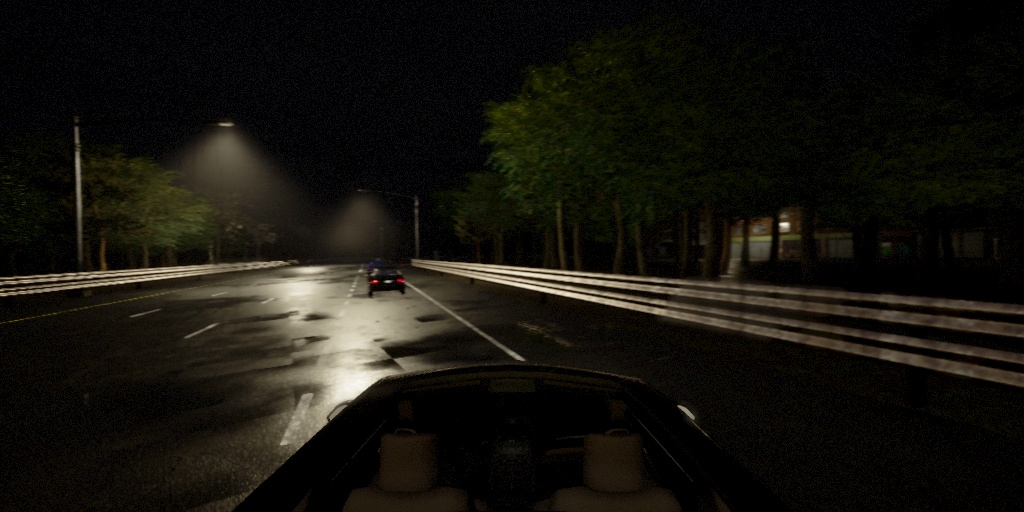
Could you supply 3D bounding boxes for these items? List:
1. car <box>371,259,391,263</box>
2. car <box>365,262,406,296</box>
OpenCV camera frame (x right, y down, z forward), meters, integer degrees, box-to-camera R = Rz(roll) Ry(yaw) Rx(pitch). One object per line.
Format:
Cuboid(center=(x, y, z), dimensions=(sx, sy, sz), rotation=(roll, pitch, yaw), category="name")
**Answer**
Cuboid(center=(-12.827, 1.277, 34.180), dimensions=(1.812, 1.442, 4.674), rotation=(-1, 0, -22), category="car")
Cuboid(center=(-6.958, 1.291, 19.688), dimensions=(2.033, 1.411, 5.357), rotation=(-1, 0, -22), category="car")
